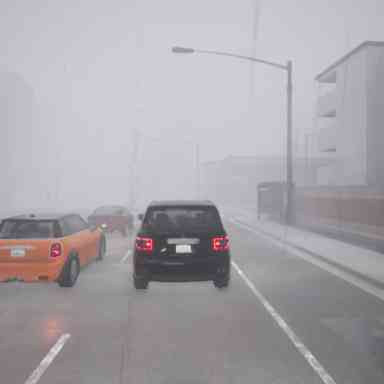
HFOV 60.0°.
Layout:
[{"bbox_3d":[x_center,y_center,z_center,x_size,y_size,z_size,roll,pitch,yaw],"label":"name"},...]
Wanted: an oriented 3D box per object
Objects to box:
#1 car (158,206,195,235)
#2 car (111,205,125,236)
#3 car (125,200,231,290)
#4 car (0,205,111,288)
[{"bbox_3d":[-0.938,1.580,19.528,1.895,1.301,4.718,0,0,-4],"label":"car"},{"bbox_3d":[-4.369,1.458,18.370,1.882,1.535,5.008,0,0,-4],"label":"car"},{"bbox_3d":[-0.344,1.212,9.263,2.150,2.045,5.566,0,0,-4],"label":"car"},{"bbox_3d":[-3.868,1.343,9.341,2.097,1.767,4.553,0,0,-3],"label":"car"}]
